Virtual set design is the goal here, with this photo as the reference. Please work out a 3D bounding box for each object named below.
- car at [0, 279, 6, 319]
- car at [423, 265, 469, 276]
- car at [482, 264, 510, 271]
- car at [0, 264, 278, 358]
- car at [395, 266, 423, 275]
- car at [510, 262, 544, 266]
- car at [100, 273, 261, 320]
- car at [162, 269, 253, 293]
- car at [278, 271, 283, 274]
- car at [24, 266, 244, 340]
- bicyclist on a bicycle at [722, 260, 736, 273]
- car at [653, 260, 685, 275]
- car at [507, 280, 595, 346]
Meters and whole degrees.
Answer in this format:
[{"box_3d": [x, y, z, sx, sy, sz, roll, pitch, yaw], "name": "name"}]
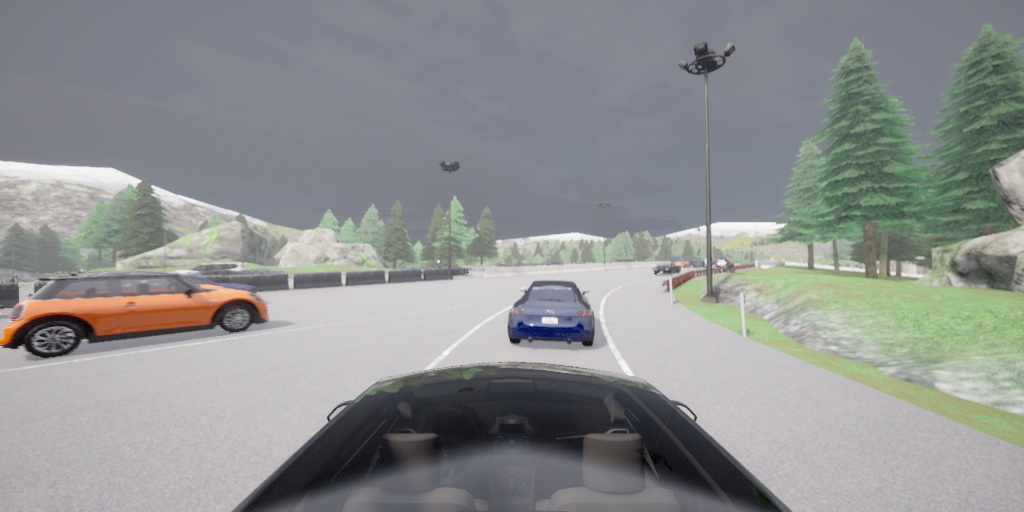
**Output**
[{"box_3d": [-20.840, 1.583, 11.389, 2.033, 1.411, 5.357, -1, -1, 40], "name": "car"}, {"box_3d": [-7.713, 1.818, 43.612, 2.033, 1.411, 5.357, -2, -1, 40], "name": "car"}, {"box_3d": [-2.660, 1.986, 60.459, 2.033, 1.411, 5.357, -1, -1, 40], "name": "car"}, {"box_3d": [-9.015, 1.198, 9.143, 2.097, 1.767, 4.553, -1, -1, 40], "name": "car"}, {"box_3d": [-13.810, 2.006, 47.235, 1.895, 1.301, 4.718, -2, -1, 40], "name": "car"}, {"box_3d": [2.471, 1.776, 55.701, 1.882, 1.535, 5.008, -1, -1, 40], "name": "car"}, {"box_3d": [-13.406, 1.502, 14.789, 1.812, 1.442, 4.674, -1, -1, 40], "name": "car"}, {"box_3d": [-22.230, 1.750, 26.358, 1.837, 1.490, 4.892, -1, -1, 40], "name": "car"}, {"box_3d": [-30.076, 2.114, 42.370, 5.357, 1.411, 2.033, -1, -1, -22], "name": "car"}, {"box_3d": [-11.641, 1.263, 11.456, 2.097, 1.767, 4.553, -1, -1, 40], "name": "car"}, {"box_3d": [25.982, 1.267, 43.225, 1.656, 1.620, 0.582, 0, 0, 33], "name": "bicyclist on a bicycle"}, {"box_3d": [17.867, 1.477, 41.083, 1.895, 1.301, 4.718, -1, -1, 40], "name": "car"}, {"box_3d": [1.109, 1.330, 9.579, 1.994, 1.385, 4.181, 0, 0, 9], "name": "car"}]
